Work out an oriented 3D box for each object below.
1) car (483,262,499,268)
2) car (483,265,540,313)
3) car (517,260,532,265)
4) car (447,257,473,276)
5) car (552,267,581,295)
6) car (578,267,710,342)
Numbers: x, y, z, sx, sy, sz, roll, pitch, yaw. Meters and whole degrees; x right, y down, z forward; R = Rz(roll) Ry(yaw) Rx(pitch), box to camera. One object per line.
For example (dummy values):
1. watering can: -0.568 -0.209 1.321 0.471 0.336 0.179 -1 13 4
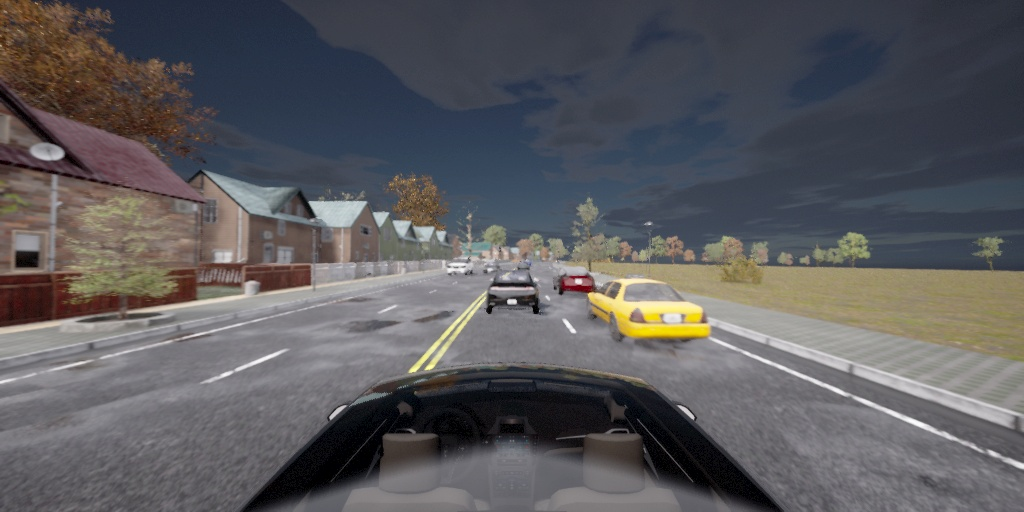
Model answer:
1. car: -2.345 1.450 42.775 2.128 1.511 4.902 0 0 3
2. car: 0.062 1.303 14.244 2.128 1.511 4.902 0 0 1
3. car: 1.784 1.601 56.880 1.994 1.385 4.181 0 0 4
4. car: -5.726 1.167 40.259 2.150 2.045 5.566 0 -1 3
5. car: 3.448 1.348 20.631 2.163 1.488 4.792 0 0 1
6. car: 3.284 1.248 9.849 1.801 1.575 5.366 0 0 1
